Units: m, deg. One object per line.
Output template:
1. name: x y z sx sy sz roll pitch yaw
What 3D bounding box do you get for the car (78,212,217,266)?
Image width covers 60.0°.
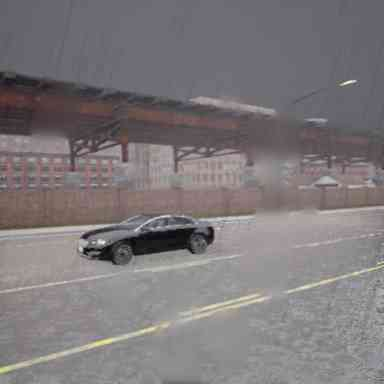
1. car: -1.395 1.480 11.587 4.902 1.511 2.128 0 0 -35
